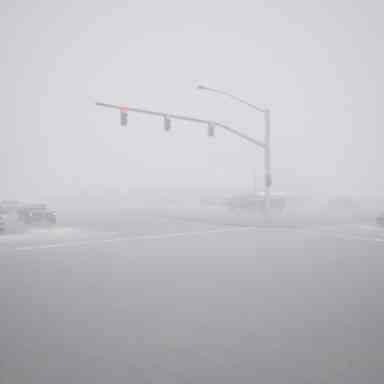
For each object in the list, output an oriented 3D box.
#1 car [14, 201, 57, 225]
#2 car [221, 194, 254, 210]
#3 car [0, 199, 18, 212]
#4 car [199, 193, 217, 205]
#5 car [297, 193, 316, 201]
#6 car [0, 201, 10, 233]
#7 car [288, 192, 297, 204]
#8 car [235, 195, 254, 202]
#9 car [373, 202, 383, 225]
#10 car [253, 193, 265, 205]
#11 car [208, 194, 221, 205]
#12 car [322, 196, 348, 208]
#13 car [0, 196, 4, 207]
[{"bbox_3d":[-11.129,1.540,23.795,1.895,1.301,4.718,0,0,-36],"label":"car"},{"bbox_3d":[6.650,1.407,48.568,3.806,1.475,1.970,0,0,-35],"label":"car"},{"bbox_3d":[-18.565,1.467,34.147,2.033,1.411,5.357,0,0,-36],"label":"car"},{"bbox_3d":[3.387,1.156,53.092,4.605,1.855,1.932,0,0,-35],"label":"car"},{"bbox_3d":[26.762,1.187,76.464,3.866,1.878,1.905,0,0,-35],"label":"car"},{"bbox_3d":[-11.781,1.443,18.707,1.837,1.490,4.892,0,1,-36],"label":"car"},{"bbox_3d":[25.098,1.421,78.833,3.806,1.475,1.970,0,0,-35],"label":"car"},{"bbox_3d":[10.852,1.370,68.726,3.905,1.438,1.784,0,0,-35],"label":"car"},{"bbox_3d":[14.640,1.567,23.016,4.674,1.442,1.812,0,0,-35],"label":"car"},{"bbox_3d":[12.473,1.164,66.325,4.605,1.855,1.932,0,0,-35],"label":"car"},{"bbox_3d":[4.978,1.371,50.931,3.905,1.438,1.784,0,0,-35],"label":"car"},{"bbox_3d":[22.309,1.433,52.585,3.806,1.475,1.970,0,0,-35],"label":"car"},{"bbox_3d":[-29.412,1.384,49.411,2.128,1.511,4.902,0,0,-36],"label":"car"}]
